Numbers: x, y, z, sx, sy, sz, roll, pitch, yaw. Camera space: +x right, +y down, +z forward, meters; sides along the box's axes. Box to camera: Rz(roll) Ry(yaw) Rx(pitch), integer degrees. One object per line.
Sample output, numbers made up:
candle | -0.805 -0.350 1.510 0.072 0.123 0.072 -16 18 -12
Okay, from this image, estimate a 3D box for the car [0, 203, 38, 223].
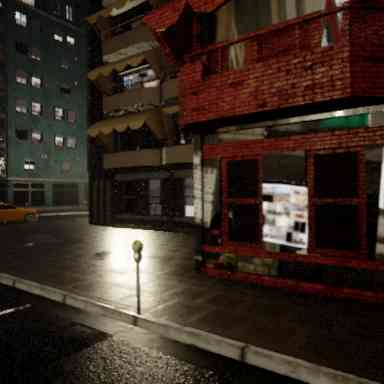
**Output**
car | -13.691 1.531 23.921 1.882 1.535 5.008 -1 -1 34
